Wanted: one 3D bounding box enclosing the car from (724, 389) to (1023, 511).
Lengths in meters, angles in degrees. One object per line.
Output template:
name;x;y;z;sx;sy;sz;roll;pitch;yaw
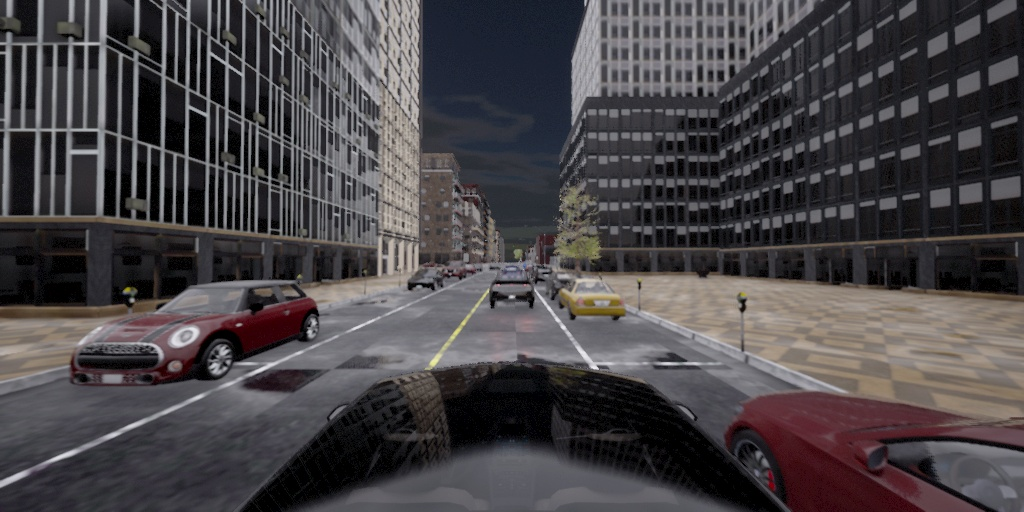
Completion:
car;2.674;1.329;1.382;1.802;1.307;4.207;0;0;0

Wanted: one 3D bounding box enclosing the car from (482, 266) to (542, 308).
car;0.002;1.379;16.155;2.128;1.511;4.902;0;0;0

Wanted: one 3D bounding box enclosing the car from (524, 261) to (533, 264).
car;2.648;1.832;52.580;1.802;1.307;4.207;0;0;0

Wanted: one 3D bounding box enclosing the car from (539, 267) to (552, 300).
car;2.656;1.459;18.447;2.007;1.370;4.403;0;0;0

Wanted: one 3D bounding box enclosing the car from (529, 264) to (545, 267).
car;2.652;1.585;29.824;1.948;1.339;4.313;0;0;0

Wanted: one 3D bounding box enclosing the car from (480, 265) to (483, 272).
car;-5.701;1.875;58.292;1.948;1.339;4.313;0;0;0

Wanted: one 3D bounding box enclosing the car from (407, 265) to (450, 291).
car;-5.694;1.529;24.161;1.948;1.339;4.313;0;0;0

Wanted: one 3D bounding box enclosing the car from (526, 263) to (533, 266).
car;2.651;1.641;35.513;1.948;1.339;4.313;0;0;0

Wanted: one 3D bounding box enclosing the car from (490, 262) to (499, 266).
car;-3.067;1.868;63.453;1.837;1.490;4.892;0;0;0

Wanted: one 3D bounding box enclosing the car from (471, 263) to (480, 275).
car;-5.699;1.737;46.916;1.888;1.381;4.507;0;0;0

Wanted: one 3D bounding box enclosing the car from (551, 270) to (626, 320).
car;2.662;1.379;12.929;1.751;1.417;4.829;0;0;0

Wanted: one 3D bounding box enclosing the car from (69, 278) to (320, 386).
car;-5.691;1.240;7.095;1.967;1.591;4.097;0;0;0

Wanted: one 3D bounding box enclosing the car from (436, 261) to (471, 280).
car;-5.696;1.390;35.538;2.192;1.841;5.009;0;0;0

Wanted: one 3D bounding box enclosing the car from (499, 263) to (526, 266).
car;0.000;1.559;31.255;1.812;1.442;4.674;0;0;0
